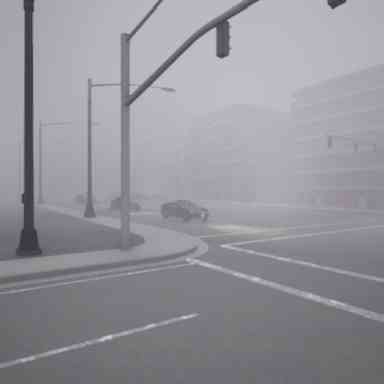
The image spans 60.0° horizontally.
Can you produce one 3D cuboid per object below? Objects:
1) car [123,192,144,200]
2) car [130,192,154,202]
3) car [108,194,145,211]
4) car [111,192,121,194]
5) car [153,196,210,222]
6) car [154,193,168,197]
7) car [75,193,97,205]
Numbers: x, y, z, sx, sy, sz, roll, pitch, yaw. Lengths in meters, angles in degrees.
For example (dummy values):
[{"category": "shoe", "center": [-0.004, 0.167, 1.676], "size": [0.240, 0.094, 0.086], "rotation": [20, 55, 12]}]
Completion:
[{"category": "car", "center": [-11.765, 0.728, 66.447], "size": [2.033, 1.411, 5.357], "rotation": [0, 1, -34]}, {"category": "car", "center": [-8.776, 0.825, 55.863], "size": [1.882, 1.535, 5.008], "rotation": [0, 1, -34]}, {"category": "car", "center": [-7.014, 1.210, 34.489], "size": [1.812, 1.442, 4.674], "rotation": [0, 1, -34]}, {"category": "car", "center": [-14.655, 0.688, 64.473], "size": [1.837, 1.490, 4.892], "rotation": [0, 1, -34]}, {"category": "car", "center": [-0.621, 1.347, 25.121], "size": [2.128, 1.511, 4.902], "rotation": [0, 1, -34]}, {"category": "car", "center": [-5.885, 0.836, 57.837], "size": [2.128, 1.511, 4.902], "rotation": [0, 1, -34]}, {"category": "car", "center": [-14.565, 0.925, 45.582], "size": [1.882, 1.535, 5.008], "rotation": [0, 1, -34]}]
